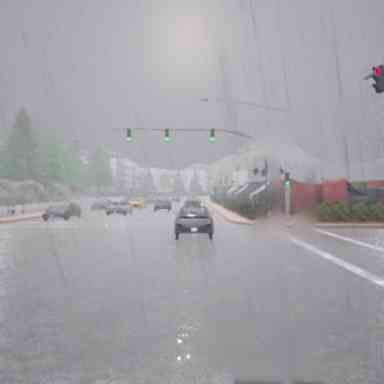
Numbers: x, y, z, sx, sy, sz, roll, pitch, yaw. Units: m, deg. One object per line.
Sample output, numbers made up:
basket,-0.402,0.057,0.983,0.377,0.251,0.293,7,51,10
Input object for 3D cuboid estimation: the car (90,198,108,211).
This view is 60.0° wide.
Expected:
car,-10.591,1.489,39.627,1.812,1.442,4.674,0,0,0

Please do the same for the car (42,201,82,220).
car,-10.629,1.502,27.584,1.812,1.442,4.674,0,0,1

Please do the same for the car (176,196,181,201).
car,-3.503,1.471,71.970,2.033,1.411,5.357,0,0,0

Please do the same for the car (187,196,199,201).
car,0.098,1.466,40.012,1.837,1.490,4.892,0,0,0

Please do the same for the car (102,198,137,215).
car,-7.090,1.570,32.874,1.895,1.301,4.718,0,0,0

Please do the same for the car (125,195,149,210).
car,-7.083,1.438,42.490,1.882,1.535,5.008,0,0,0

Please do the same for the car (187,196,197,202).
car,-0.003,1.482,72.160,1.994,1.385,4.181,0,0,0

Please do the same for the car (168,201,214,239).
car,0.098,1.455,17.261,2.128,1.511,4.902,0,0,0

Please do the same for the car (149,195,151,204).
car,-7.043,1.299,57.155,2.097,1.767,4.553,0,0,0

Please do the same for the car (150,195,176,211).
car,-3.401,1.453,39.854,2.128,1.511,4.902,0,0,0

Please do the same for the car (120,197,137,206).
car,-10.552,1.512,55.589,1.994,1.385,4.181,0,0,1
